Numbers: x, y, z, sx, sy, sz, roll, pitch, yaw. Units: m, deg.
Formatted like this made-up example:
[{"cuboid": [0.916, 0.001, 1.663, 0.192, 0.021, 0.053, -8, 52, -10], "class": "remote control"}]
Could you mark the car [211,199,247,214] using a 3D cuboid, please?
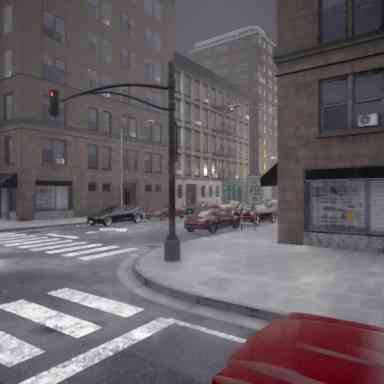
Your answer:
[{"cuboid": [4.186, 1.550, 36.856, 1.752, 1.417, 4.829, 0, 0, 36], "class": "car"}]

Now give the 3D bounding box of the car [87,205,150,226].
[{"cuboid": [-5.340, 1.596, 23.526, 1.947, 1.339, 4.313, 0, 0, 36], "class": "car"}]

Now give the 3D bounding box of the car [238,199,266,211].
[{"cuboid": [7.494, 1.605, 41.485, 1.802, 1.307, 4.206, 0, 0, 36], "class": "car"}]

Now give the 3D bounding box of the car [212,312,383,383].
[{"cuboid": [2.397, 1.600, 1.981, 4.718, 1.301, 1.895, 0, 0, 36], "class": "car"}]

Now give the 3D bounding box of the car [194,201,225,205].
[{"cuboid": [1.077, 1.571, 32.505, 1.887, 1.381, 4.507, 0, 0, 36], "class": "car"}]

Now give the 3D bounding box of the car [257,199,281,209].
[{"cuboid": [10.701, 1.606, 45.974, 1.802, 1.307, 4.206, 0, 0, 36], "class": "car"}]

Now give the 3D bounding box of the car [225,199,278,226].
[{"cuboid": [4.398, 1.415, 23.352, 1.967, 1.590, 4.097, 0, 0, 36], "class": "car"}]

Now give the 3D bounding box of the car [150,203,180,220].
[{"cuboid": [-2.131, 1.610, 28.016, 1.802, 1.307, 4.206, 0, 0, 36], "class": "car"}]

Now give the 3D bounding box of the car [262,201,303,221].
[{"cuboid": [7.706, 1.498, 27.980, 1.752, 1.417, 4.829, 0, 0, 36], "class": "car"}]

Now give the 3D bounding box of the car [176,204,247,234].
[{"cuboid": [1.190, 1.558, 18.861, 1.802, 1.307, 4.206, 0, 0, 36], "class": "car"}]
